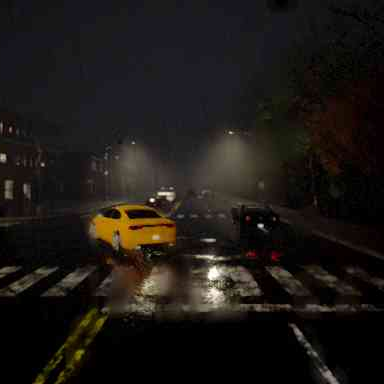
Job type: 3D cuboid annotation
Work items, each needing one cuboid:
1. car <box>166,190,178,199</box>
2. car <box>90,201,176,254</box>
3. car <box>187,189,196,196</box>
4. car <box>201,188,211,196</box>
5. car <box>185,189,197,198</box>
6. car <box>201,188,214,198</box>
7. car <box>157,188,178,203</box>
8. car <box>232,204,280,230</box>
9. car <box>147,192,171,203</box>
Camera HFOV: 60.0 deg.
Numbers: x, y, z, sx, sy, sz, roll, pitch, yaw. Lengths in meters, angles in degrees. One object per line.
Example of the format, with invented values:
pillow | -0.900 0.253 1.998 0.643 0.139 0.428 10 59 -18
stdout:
car | -3.424 0.483 58.822 1.837 1.490 4.892 0 1 0
car | -2.420 1.256 12.729 1.882 1.535 5.008 0 1 -31
car | -0.168 0.037 73.106 1.882 1.535 5.008 0 1 0
car | 3.082 -0.086 73.082 2.097 1.767 4.553 0 1 0
car | -0.145 0.414 62.693 1.837 1.490 4.892 0 1 0
car | 3.105 0.400 62.699 2.128 1.511 4.902 0 1 0
car | -3.414 0.440 44.992 2.150 2.045 5.566 0 1 2
car | 3.309 1.283 18.280 1.895 1.301 4.718 0 1 0
car | -3.413 0.995 32.749 1.994 1.385 4.181 0 1 0
